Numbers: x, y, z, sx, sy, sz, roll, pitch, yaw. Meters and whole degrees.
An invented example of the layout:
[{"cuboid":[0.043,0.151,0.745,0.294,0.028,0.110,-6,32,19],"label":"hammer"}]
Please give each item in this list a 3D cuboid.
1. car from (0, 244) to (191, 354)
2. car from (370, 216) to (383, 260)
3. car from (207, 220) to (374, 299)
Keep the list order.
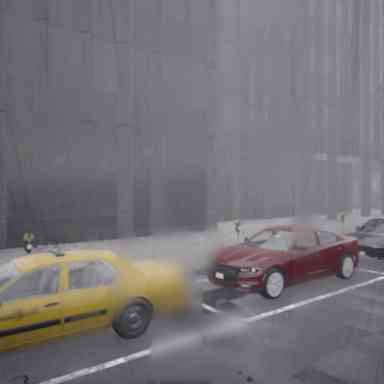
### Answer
[{"cuboid":[-2.304,1.524,5.006,4.829,1.417,1.752,0,0,-36],"label":"car"},{"cuboid":[7.010,1.541,11.654,4.313,1.339,1.947,0,0,-36],"label":"car"},{"cuboid":[2.422,1.531,8.380,4.507,1.381,1.887,0,0,-36],"label":"car"}]
